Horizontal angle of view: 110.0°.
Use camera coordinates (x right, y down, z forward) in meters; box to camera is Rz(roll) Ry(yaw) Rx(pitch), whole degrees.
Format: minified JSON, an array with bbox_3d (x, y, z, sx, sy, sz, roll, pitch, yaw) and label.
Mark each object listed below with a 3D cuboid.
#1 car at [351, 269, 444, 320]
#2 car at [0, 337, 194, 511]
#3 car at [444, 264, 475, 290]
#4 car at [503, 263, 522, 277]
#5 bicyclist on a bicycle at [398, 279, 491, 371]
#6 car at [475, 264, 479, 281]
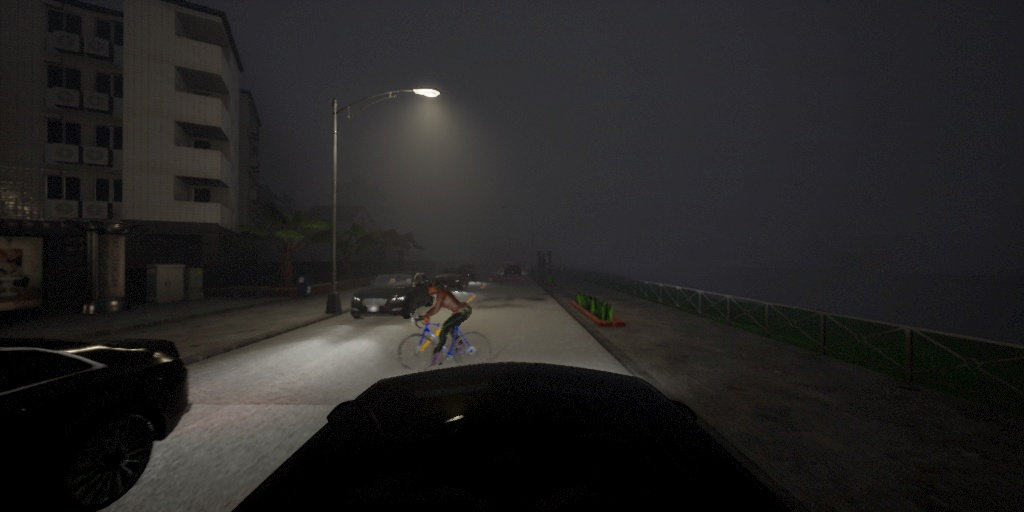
[{"bbox_3d":[-4.103,1.313,13.054,2.128,1.511,4.902,0,0,0],"label":"car"},{"bbox_3d":[-4.100,1.240,1.490,2.128,1.511,4.902,0,0,0],"label":"car"},{"bbox_3d":[-4.011,1.439,24.304,2.033,1.411,5.357,0,0,0],"label":"car"},{"bbox_3d":[0.083,1.479,39.533,2.128,1.511,4.902,0,0,0],"label":"car"},{"bbox_3d":[-1.203,1.229,6.306,1.656,1.620,0.582,-2,0,0],"label":"bicyclist on a bicycle"},{"bbox_3d":[-4.042,1.448,32.566,1.837,1.490,4.892,0,0,0],"label":"car"}]
